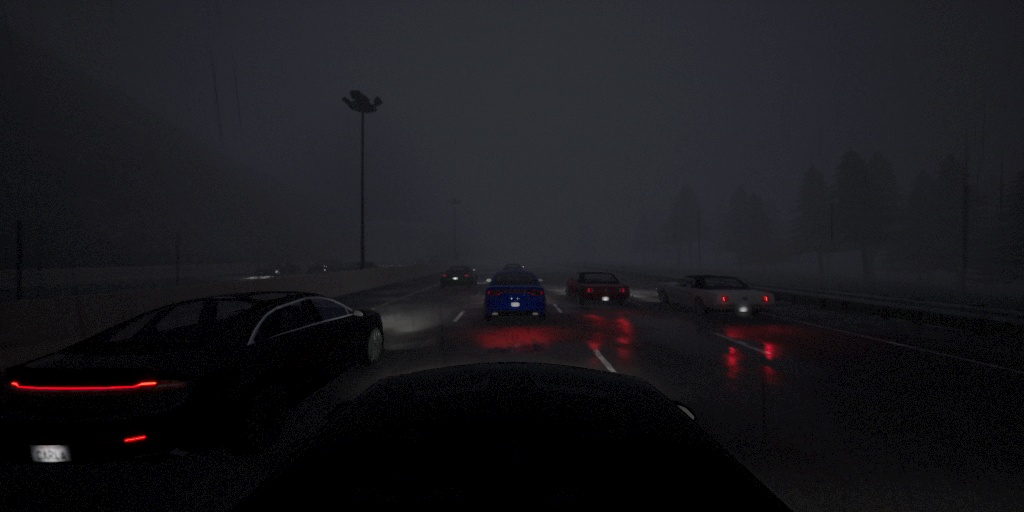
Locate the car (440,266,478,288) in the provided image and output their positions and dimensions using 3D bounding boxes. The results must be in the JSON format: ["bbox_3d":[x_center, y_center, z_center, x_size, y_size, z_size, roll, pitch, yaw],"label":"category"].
[{"bbox_3d":[-3.403,1.315,23.500,1.994,1.385,4.181,0,0,0],"label":"car"}]

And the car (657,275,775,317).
[{"bbox_3d":[7.098,1.352,13.217,1.895,1.301,4.718,0,0,0],"label":"car"}]

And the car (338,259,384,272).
[{"bbox_3d":[-14.106,1.257,33.800,1.837,1.490,4.892,0,0,0],"label":"car"}]

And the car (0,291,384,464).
[{"bbox_3d":[-3.400,1.242,5.068,2.128,1.511,4.902,0,0,0],"label":"car"}]

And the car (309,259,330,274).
[{"bbox_3d":[-21.109,1.102,40.944,2.097,1.767,4.553,0,0,0],"label":"car"}]

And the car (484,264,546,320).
[{"bbox_3d":[0.096,1.228,12.679,1.882,1.535,5.008,0,0,0],"label":"car"}]

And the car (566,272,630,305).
[{"bbox_3d":[3.598,1.352,16.010,1.895,1.301,4.718,0,0,0],"label":"car"}]

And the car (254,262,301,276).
[{"bbox_3d":[-24.598,1.298,37.915,2.033,1.411,5.357,0,0,0],"label":"car"}]

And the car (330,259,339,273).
[{"bbox_3d":[-17.602,1.277,39.270,1.812,1.442,4.674,0,0,0],"label":"car"}]
